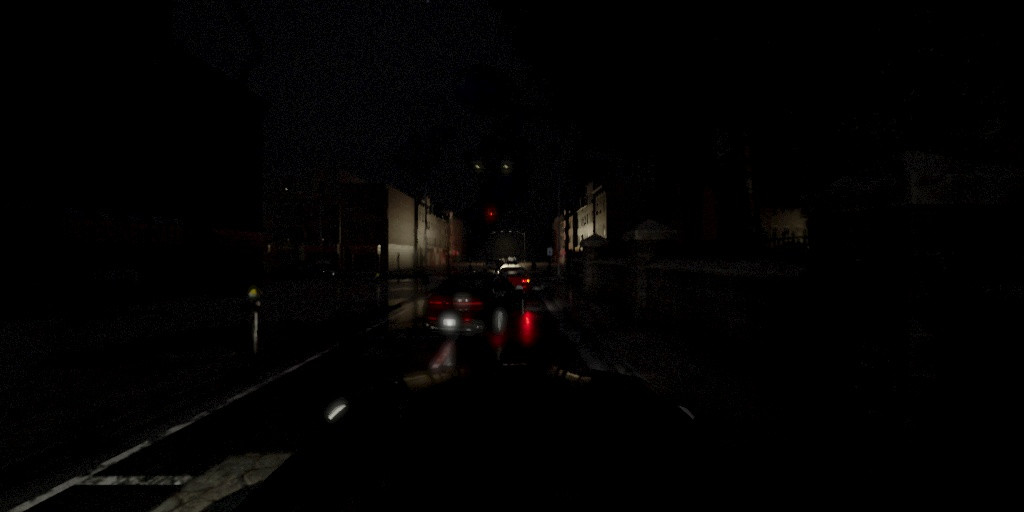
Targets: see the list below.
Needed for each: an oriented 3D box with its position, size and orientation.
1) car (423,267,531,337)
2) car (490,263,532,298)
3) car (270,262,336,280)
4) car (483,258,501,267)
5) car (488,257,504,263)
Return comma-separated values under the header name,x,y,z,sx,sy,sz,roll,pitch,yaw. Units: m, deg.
name,x,y,z,sx,sy,sz,roll,pitch,yaw
car,-0.862,1.248,10.444,1.837,1.490,4.892,0,0,13
car,0.048,1.264,18.170,1.812,1.442,4.674,0,0,1
car,-17.316,1.244,29.826,4.902,1.511,2.128,0,0,0
car,-2.642,1.251,44.349,1.751,1.417,4.829,0,0,0
car,-2.642,1.038,49.971,2.192,1.841,5.009,0,0,0
